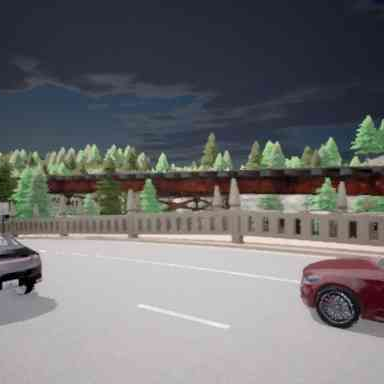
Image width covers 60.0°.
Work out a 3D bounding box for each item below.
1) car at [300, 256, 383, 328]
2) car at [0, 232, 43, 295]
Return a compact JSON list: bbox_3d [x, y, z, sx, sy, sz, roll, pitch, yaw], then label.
[{"bbox_3d":[4.163,1.525,5.323,4.674,1.442,1.812,0,0,35],"label":"car"},{"bbox_3d":[-5.537,1.685,7.941,4.902,1.511,2.128,-3,-2,35],"label":"car"}]
